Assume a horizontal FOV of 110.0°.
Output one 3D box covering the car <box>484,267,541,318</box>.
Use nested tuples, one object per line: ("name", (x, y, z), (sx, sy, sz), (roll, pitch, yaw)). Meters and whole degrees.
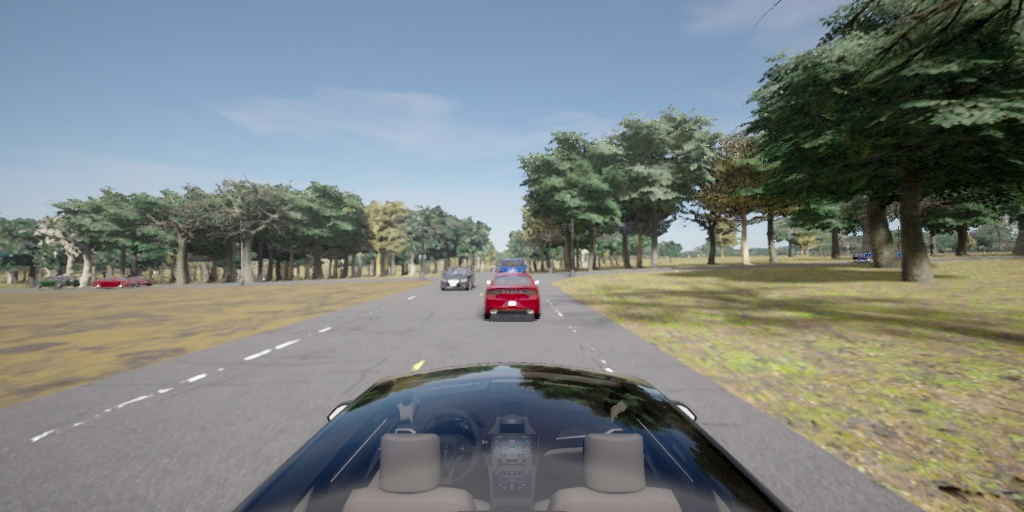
("car", (0.034, 1.347, 13.541), (1.882, 1.535, 5.008), (0, -1, 1))

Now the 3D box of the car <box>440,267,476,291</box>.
("car", (-3.551, 1.506, 24.230), (2.128, 1.511, 4.902), (0, -1, 1))

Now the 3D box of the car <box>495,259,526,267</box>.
("car", (-0.038, 1.286, 28.031), (2.150, 2.045, 5.566), (0, -1, -2))
